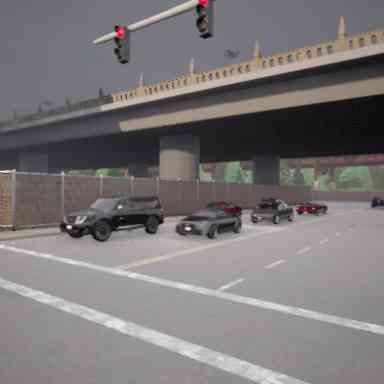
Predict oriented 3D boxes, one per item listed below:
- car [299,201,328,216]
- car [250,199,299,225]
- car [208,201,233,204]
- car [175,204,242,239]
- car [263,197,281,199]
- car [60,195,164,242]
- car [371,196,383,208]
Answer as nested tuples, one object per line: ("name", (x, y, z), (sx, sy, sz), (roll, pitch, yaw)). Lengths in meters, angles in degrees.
("car", (11.817, 1.605, 32.697), (1.895, 1.301, 4.718), (0, 0, 35))
("car", (5.954, 1.502, 24.448), (1.837, 1.490, 4.892), (0, 0, 35))
("car", (1.912, 1.451, 24.801), (1.882, 1.535, 5.008), (0, 0, 35))
("car", (0.948, 1.554, 17.396), (1.994, 1.385, 4.181), (0, 0, 35))
("car", (7.705, 1.333, 32.951), (2.097, 1.767, 4.553), (0, 0, 35))
("car", (-3.770, 1.188, 16.803), (2.150, 2.045, 5.566), (0, 0, 36))
("car", (27.322, 1.396, 48.174), (2.097, 1.767, 4.553), (0, 0, 35))
